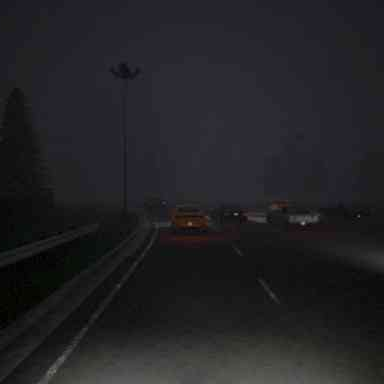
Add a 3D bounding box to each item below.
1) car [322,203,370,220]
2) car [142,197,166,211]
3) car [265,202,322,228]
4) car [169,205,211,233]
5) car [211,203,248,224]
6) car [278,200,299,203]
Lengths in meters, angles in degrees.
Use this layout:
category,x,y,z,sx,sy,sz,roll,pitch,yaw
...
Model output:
category,x,y,z,sx,sy,sz,roll,pitch,yaw
car,12.779,1.603,28.369,1.895,1.301,4.718,0,0,-10
car,-4.667,1.357,40.415,2.097,1.767,4.553,0,0,-18
car,6.438,1.603,22.153,1.895,1.301,4.718,0,0,-6
car,-0.309,1.480,19.544,1.882,1.535,5.008,0,0,-5
car,2.622,1.550,25.095,2.033,1.411,5.357,0,0,-8
car,8.709,1.480,30.757,1.882,1.535,5.008,1,0,-11
